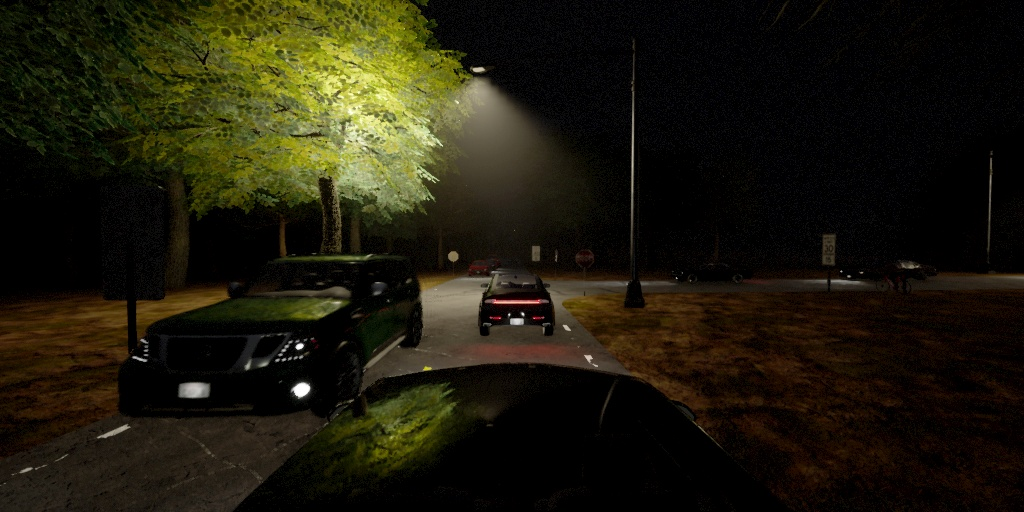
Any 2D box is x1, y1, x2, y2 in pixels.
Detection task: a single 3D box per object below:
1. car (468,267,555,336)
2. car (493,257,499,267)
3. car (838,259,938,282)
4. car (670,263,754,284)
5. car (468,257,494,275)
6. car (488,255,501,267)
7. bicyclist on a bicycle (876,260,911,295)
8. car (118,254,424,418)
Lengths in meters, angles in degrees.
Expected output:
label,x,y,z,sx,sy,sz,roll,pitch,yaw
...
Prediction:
label,x,y,z,sx,sy,sz,roll,pitch,yaw
car,0.113,1.235,10.360,2.128,1.511,4.902,0,0,0
car,-3.023,1.173,46.218,1.812,1.442,4.674,0,0,0
car,25.120,0.937,24.004,5.357,1.411,2.033,-1,1,-2
car,13.274,1.142,24.065,4.718,1.301,1.895,-1,1,2
car,-3.010,1.162,34.111,1.882,1.535,5.008,1,0,0
car,-2.954,0.813,57.108,2.150,2.045,5.566,0,0,1
bicyclist on a bicycle,18.570,1.038,17.492,0.582,1.620,1.656,-1,0,0
car,-3.126,0.970,6.271,2.150,2.045,5.566,0,0,0
